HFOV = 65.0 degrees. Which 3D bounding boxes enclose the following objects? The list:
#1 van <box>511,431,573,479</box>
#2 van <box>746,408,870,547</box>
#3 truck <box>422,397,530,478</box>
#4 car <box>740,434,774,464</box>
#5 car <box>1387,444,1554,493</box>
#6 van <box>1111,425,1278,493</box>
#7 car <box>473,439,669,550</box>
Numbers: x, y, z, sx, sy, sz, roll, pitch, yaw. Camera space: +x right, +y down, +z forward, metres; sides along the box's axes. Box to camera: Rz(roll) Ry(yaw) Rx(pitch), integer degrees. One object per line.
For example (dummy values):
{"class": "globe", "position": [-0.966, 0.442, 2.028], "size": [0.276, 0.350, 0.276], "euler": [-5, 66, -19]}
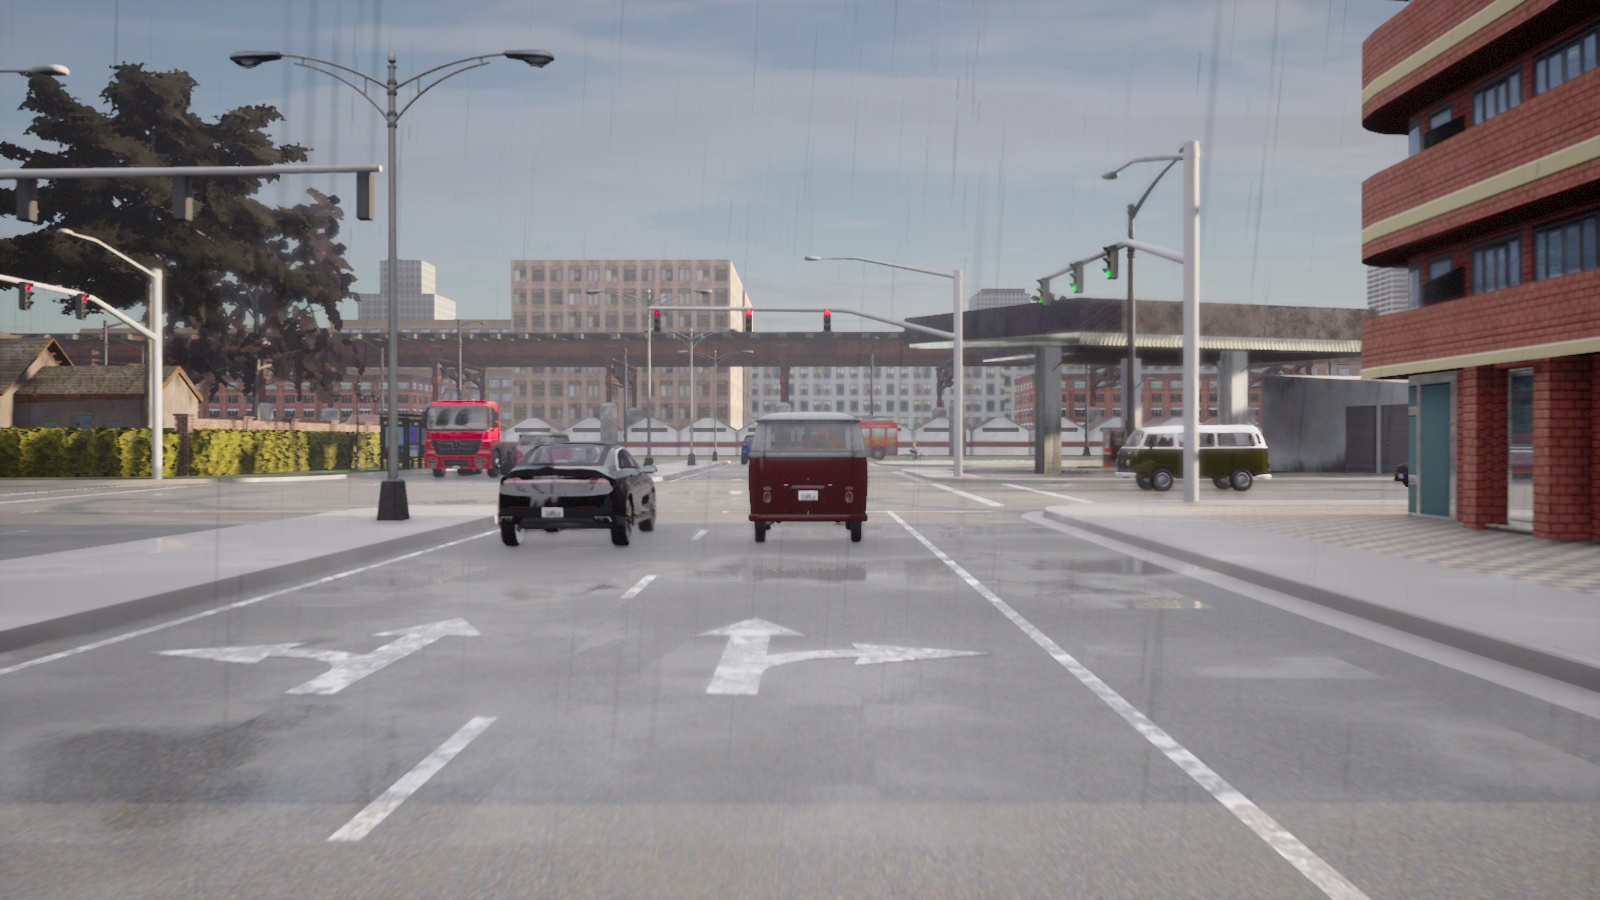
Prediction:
{"class": "van", "position": [-11.174, 0.183, 54.597], "size": [1.775, 1.987, 4.442], "euler": [0, 0, 0]}
{"class": "van", "position": [0.130, 0.385, 20.196], "size": [1.775, 1.987, 4.442], "euler": [0, 0, 0]}
{"class": "truck", "position": [-14.702, -0.572, 57.590], "size": [2.891, 3.462, 7.936], "euler": [0, 0, 0]}
{"class": "car", "position": [-2.982, -0.040, 88.426], "size": [2.150, 2.045, 5.566], "euler": [0, 0, 0]}
{"class": "car", "position": [20.753, 0.557, 38.971], "size": [4.193, 1.474, 1.816], "euler": [0, 0, -1]}
{"class": "van", "position": [12.159, 0.260, 38.905], "size": [4.480, 2.038, 2.069], "euler": [0, 0, -1]}
{"class": "car", "position": [-3.374, 0.590, 19.543], "size": [2.128, 1.511, 4.902], "euler": [0, 0, 0]}
